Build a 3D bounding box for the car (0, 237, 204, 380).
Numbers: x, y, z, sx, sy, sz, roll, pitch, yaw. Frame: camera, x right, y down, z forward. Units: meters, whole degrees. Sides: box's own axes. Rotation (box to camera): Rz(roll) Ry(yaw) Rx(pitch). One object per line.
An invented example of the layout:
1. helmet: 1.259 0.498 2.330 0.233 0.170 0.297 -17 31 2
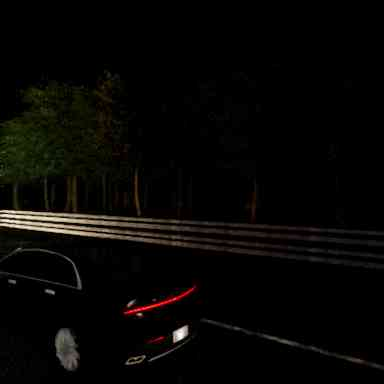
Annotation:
1. car: -2.097 1.534 5.578 4.892 1.490 1.837 0 0 36
